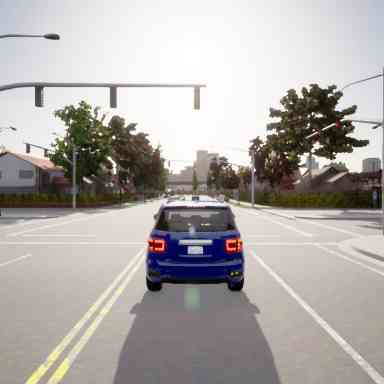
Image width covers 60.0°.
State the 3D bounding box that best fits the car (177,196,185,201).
[{"bbox_3d":[-2.624,1.595,81.390,1.895,1.301,4.718,0,0,0],"label":"car"}]

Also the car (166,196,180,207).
[{"bbox_3d":[-2.896,1.478,51.621,1.882,1.535,5.008,0,0,1],"label":"car"}]

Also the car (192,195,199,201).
[{"bbox_3d":[0.893,1.478,83.955,1.882,1.535,5.008,0,0,0],"label":"car"}]

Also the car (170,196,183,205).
[{"bbox_3d":[-2.821,1.547,61.341,2.033,1.411,5.357,0,0,1],"label":"car"}]

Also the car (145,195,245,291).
[{"bbox_3d":[0.069,1.222,9.162,2.150,2.045,5.566,0,0,0],"label":"car"}]

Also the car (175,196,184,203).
[{"bbox_3d":[-2.688,1.524,71.189,1.812,1.442,4.674,0,0,0],"label":"car"}]
